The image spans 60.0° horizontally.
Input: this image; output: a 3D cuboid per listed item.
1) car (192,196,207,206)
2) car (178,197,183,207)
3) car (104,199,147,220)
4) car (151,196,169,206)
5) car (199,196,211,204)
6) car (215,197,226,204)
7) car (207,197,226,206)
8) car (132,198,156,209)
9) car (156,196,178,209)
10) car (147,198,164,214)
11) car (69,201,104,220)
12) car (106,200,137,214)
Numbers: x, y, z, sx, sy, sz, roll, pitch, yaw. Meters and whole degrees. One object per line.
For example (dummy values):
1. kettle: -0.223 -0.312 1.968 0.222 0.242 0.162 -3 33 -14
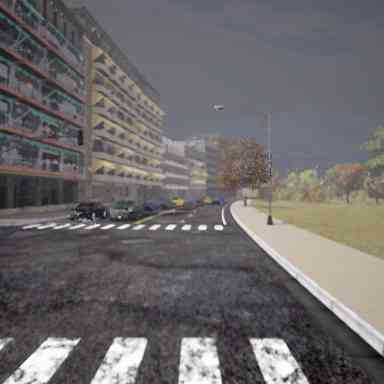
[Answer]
1. car: 1.123 1.672 59.383 2.128 1.511 4.902 0 0 8
2. car: -2.668 1.635 55.747 1.882 1.535 5.008 0 0 8
3. car: -5.520 1.399 28.265 2.097 1.767 4.553 0 0 4
4. car: -5.577 1.519 58.397 2.097 1.767 4.553 0 0 8
5. car: 2.732 1.665 69.619 1.882 1.535 5.008 0 0 10
6. car: 6.010 1.721 69.494 1.812 1.442 4.674 0 0 10
7. car: 4.346 1.729 58.961 2.033 1.411 5.357 0 0 8
8. car: -6.889 1.667 48.234 2.033 1.411 5.357 0 0 7
9. car: -3.790 1.664 46.827 2.033 1.411 5.357 0 0 7
10. car: -4.809 1.681 37.229 1.895 1.301 4.718 0 0 6
11. car: -8.768 1.550 28.421 1.837 1.490 4.892 0 0 4
12. car: -7.982 1.628 38.136 2.033 1.411 5.357 0 0 5
